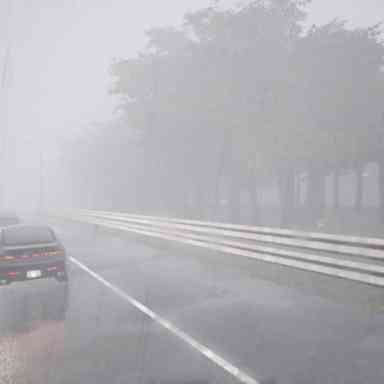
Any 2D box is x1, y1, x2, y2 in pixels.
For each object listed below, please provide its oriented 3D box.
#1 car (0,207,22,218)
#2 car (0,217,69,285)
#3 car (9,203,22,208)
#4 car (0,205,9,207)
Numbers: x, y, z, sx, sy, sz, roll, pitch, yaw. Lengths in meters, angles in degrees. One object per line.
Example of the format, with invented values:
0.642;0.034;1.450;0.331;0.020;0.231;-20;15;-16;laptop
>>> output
-12.705;1.997;22.340;1.882;1.535;5.008;-1;-1;-32;car
-4.981;1.717;9.856;1.837;1.490;4.892;-1;-1;-32;car
-34.928;2.949;65.404;1.812;1.442;4.674;-1;-1;-14;car
-29.383;2.678;50.516;1.812;1.442;4.674;-1;-1;-25;car
